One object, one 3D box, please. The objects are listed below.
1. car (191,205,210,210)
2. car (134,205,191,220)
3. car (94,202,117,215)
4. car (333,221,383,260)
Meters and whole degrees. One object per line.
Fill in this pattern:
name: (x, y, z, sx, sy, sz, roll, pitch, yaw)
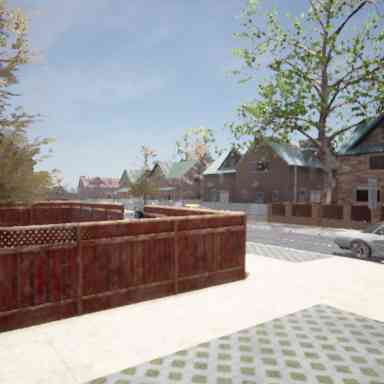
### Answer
car: (-0.151, 1.741, 26.037, 1.882, 1.535, 5.008, 2, -2, -35)
car: (-2.453, 1.673, 24.182, 1.882, 1.535, 5.008, 2, -2, -35)
car: (-10.855, 1.986, 41.413, 1.837, 1.490, 4.892, 2, -2, -35)
car: (7.090, 1.619, 10.467, 1.895, 1.301, 4.718, 2, -1, -35)
